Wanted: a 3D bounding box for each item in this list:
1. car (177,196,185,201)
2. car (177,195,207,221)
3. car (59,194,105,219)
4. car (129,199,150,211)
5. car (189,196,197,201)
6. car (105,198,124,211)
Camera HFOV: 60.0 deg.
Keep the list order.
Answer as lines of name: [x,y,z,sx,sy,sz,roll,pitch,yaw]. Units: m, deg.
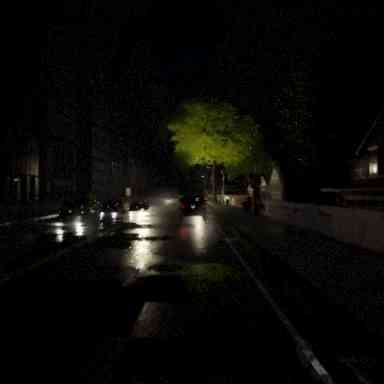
car: [-2.920,1.735,89.867,1.895,1.301,4.718,0,0,0]
car: [0.096,1.239,27.911,2.150,2.045,5.566,0,0,0]
car: [-9.649,1.195,29.108,2.150,2.045,5.566,0,0,0]
car: [-6.361,1.571,40.623,1.994,1.385,4.181,0,0,0]
car: [0.329,1.695,89.564,2.033,1.411,5.357,0,0,0]
car: [-9.609,1.504,40.658,1.837,1.490,4.892,0,0,0]
